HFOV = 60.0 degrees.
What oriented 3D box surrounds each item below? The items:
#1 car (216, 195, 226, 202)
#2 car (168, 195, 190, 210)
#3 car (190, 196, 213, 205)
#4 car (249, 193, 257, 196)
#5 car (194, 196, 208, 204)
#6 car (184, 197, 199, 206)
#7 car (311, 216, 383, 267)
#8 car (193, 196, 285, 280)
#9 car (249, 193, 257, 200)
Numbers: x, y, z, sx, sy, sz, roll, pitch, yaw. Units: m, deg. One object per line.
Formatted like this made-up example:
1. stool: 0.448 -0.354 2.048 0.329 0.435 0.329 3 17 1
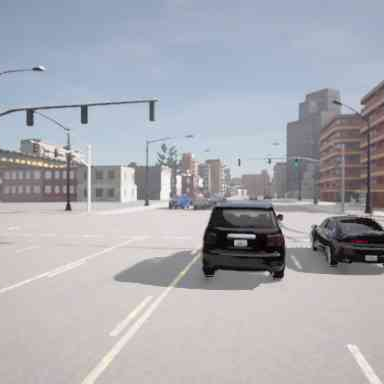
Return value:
1. car: 6.518 1.431 73.866 1.812 1.442 4.674 0 1 10
2. car: -1.785 1.398 47.954 2.150 2.045 5.566 0 0 11
3. car: 1.345 1.689 45.610 1.837 1.490 4.892 0 0 10
4. car: 13.829 1.413 74.962 2.128 1.511 4.902 0 1 10
5. car: 1.856 1.532 67.774 2.033 1.411 5.357 0 1 11
6. car: -0.069 1.603 57.467 1.837 1.490 4.892 0 1 10
7. car: 5.443 1.593 11.667 1.837 1.490 4.892 0 0 10
8. car: 1.688 1.299 10.497 2.150 2.045 5.566 0 0 11
9. car: 15.628 1.153 85.003 2.097 1.767 4.553 0 0 10
